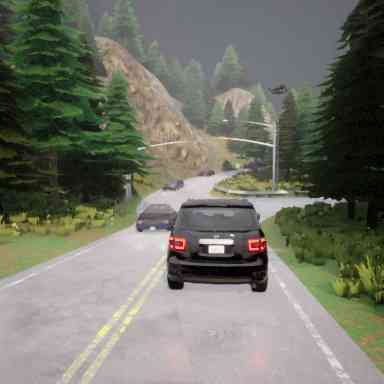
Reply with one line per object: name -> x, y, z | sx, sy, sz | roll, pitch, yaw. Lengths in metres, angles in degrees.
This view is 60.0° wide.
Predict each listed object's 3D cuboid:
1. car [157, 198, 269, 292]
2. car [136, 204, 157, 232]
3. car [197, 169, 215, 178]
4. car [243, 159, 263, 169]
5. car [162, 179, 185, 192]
car -> 0.704, 1.172, 9.001 | 2.150, 2.045, 5.566 | 0, 0, 5
car -> -1.889, 1.431, 19.377 | 2.033, 1.411, 5.357 | 0, 0, 2
car -> 2.616, -3.466, 60.788 | 1.994, 1.385, 4.181 | 3, 10, 29
car -> 13.819, -6.074, 72.450 | 5.566, 2.045, 2.150 | -8, 8, -30
car -> -2.484, -1.014, 46.209 | 2.033, 1.411, 5.357 | 1, 9, 15
